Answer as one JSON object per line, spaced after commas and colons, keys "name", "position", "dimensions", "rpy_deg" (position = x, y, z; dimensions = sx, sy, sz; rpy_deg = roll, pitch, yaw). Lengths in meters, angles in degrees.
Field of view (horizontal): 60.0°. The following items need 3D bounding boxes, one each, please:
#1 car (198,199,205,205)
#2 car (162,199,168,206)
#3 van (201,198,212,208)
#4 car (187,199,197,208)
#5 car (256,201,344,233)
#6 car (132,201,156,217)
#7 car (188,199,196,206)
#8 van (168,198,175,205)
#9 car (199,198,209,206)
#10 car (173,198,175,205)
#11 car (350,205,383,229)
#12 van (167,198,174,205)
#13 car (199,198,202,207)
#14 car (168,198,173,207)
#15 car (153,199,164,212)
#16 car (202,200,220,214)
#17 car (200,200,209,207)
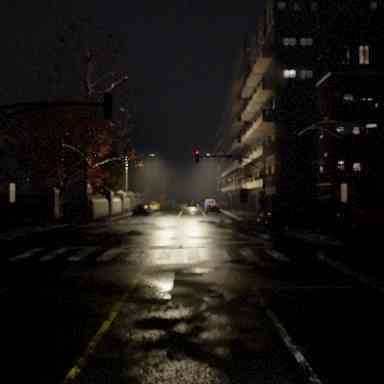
{"name": "car", "position": [2.687, 2.759, 94.484], "dimensions": [1.967, 1.590, 4.097], "rpy_deg": [0, -1, 0]}
{"name": "car", "position": [-5.690, 2.056, 55.080], "dimensions": [2.192, 1.841, 5.009], "rpy_deg": [0, -1, 0]}
{"name": "van", "position": [2.691, 2.002, 49.450], "dimensions": [1.690, 1.788, 3.998], "rpy_deg": [0, -1, 0]}
{"name": "car", "position": [-0.004, 2.458, 66.900], "dimensions": [2.033, 1.411, 5.357], "rpy_deg": [0, -1, 0]}
{"name": "car", "position": [7.229, 1.648, 22.777], "dimensions": [5.566, 2.045, 2.150], "rpy_deg": [3, -1, -7]}
{"name": "car", "position": [-5.690, 2.072, 38.187], "dimensions": [1.947, 1.339, 4.313], "rpy_deg": [0, -1, 0]}
{"name": "car", "position": [-0.003, 2.439, 77.321], "dimensions": [1.837, 1.490, 4.892], "rpy_deg": [0, -1, 0]}
{"name": "van", "position": [-5.693, 2.660, 94.485], "dimensions": [1.690, 1.788, 3.998], "rpy_deg": [0, -1, 0]}
{"name": "car", "position": [2.689, 2.381, 77.598], "dimensions": [2.192, 1.841, 5.009], "rpy_deg": [0, -1, 0]}
{"name": "car", "position": [-5.691, 2.506, 77.596], "dimensions": [1.967, 1.590, 4.097], "rpy_deg": [0, -1, 0]}
{"name": "car", "position": [13.465, 1.937, 25.866], "dimensions": [5.009, 1.841, 2.192], "rpy_deg": [1, -2, -1]}
{"name": "van", "position": [-5.693, 2.575, 88.857], "dimensions": [1.690, 1.788, 3.998], "rpy_deg": [0, -1, 0]}
{"name": "car", "position": [2.690, 2.261, 60.708], "dimensions": [1.967, 1.590, 4.097], "rpy_deg": [0, -1, 0]}
{"name": "car", "position": [-5.692, 2.424, 71.967], "dimensions": [1.967, 1.590, 4.097], "rpy_deg": [0, -1, 0]}
{"name": "car", "position": [-5.690, 2.185, 49.277], "dimensions": [1.752, 1.417, 4.829], "rpy_deg": [0, -1, 0]}
{"name": "car", "position": [2.690, 2.128, 43.817], "dimensions": [1.887, 1.381, 4.507], "rpy_deg": [0, -1, 0]}
{"name": "car", "position": [2.689, 2.528, 71.965], "dimensions": [1.887, 1.381, 4.507], "rpy_deg": [0, -1, 0]}
